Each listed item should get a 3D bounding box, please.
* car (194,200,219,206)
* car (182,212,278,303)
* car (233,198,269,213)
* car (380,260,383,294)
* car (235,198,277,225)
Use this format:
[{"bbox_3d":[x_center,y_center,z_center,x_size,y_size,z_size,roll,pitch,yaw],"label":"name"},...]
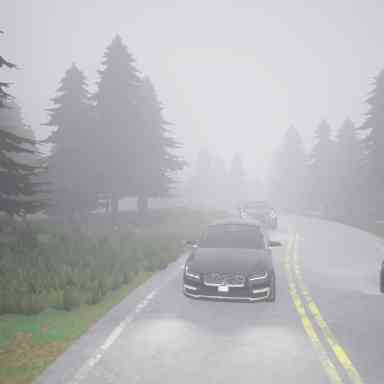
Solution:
[{"bbox_3d":[1.901,1.799,44.859,1.812,1.442,4.674,3,-5,-35],"label":"car"},{"bbox_3d":[1.088,1.496,8.411,1.837,1.490,4.892,-1,0,12],"label":"car"},{"bbox_3d":[6.188,1.410,35.735,1.837,1.490,4.892,2,-1,-16],"label":"car"},{"bbox_3d":[4.492,1.308,4.642,2.097,1.767,4.553,-1,0,8],"label":"car"},{"bbox_3d":[3.868,1.270,20.365,2.097,1.767,4.553,-1,0,5],"label":"car"}]
